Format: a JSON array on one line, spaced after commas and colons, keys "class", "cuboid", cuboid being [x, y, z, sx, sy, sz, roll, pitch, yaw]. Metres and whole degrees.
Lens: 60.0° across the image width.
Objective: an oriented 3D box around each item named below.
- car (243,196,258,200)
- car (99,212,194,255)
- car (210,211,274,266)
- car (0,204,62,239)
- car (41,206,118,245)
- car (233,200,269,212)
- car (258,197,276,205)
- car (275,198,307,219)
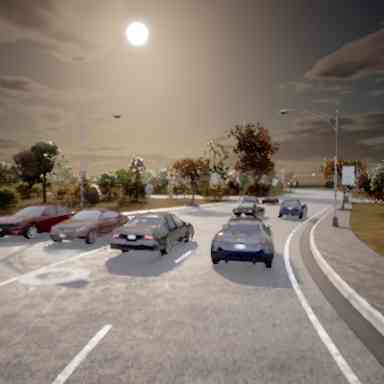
[{"class": "car", "cuboid": [9.965, 1.329, 56.584, 1.994, 1.385, 4.181, 1, 1, 27]}, {"class": "car", "cuboid": [-1.377, 1.555, 13.505, 2.033, 1.411, 5.357, 1, 0, 14]}, {"class": "car", "cuboid": [1.900, 1.610, 11.875, 1.994, 1.385, 4.181, 1, 0, 13]}, {"class": "car", "cuboid": [-7.768, 1.407, 17.089, 1.882, 1.535, 5.008, 0, 0, 17]}, {"class": "car", "cuboid": [-4.569, 1.495, 15.606, 1.812, 1.442, 4.674, 1, 0, 16]}, {"class": "car", "cuboid": [5.379, 1.676, 30.758, 1.895, 1.301, 4.718, 1, 0, 25]}, {"class": "car", "cuboid": [12.770, 1.429, 54.370, 1.895, 1.301, 4.718, 1, 1, 27]}, {"class": "car", "cuboid": [9.653, 1.478, 31.535, 2.097, 1.767, 4.553, 1, 0, 25]}]
